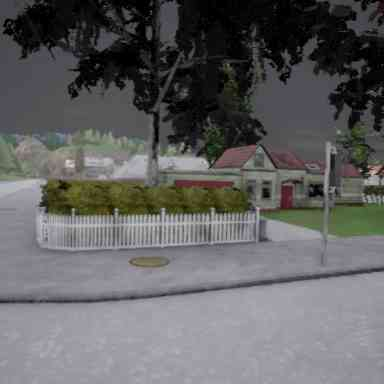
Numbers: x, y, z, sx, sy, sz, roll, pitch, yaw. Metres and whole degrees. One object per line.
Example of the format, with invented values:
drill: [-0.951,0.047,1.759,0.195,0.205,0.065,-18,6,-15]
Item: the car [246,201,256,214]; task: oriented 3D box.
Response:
car: [1.974,0.674,19.311,1.994,1.381,4.181,1,2,-23]
